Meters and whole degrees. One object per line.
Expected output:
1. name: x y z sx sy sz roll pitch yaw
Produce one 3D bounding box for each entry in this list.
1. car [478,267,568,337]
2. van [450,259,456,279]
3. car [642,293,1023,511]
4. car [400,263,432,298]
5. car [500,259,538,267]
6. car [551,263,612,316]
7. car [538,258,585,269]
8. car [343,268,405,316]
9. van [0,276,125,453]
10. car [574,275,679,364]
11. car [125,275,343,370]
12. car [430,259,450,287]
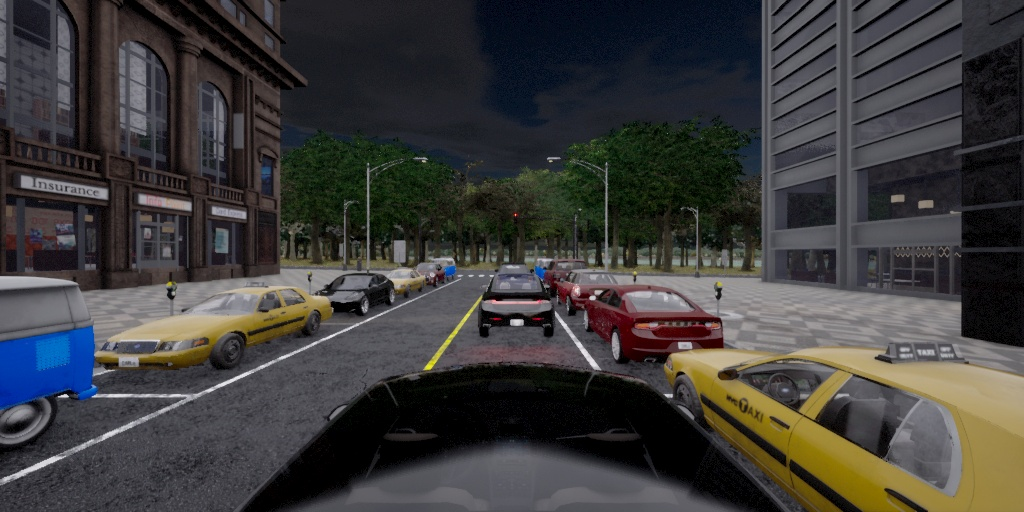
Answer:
1. car: 0.111 1.242 10.269 2.128 1.511 4.902 0 0 0
2. van: -5.729 1.094 29.716 1.690 1.789 3.998 0 0 0
3. car: 2.763 1.275 2.688 1.751 1.417 4.829 0 0 0
4. car: -5.743 1.276 18.671 1.751 1.417 4.829 0 0 0
5. car: 0.122 1.103 19.234 2.097 1.767 4.553 0 0 1
6. car: 2.776 1.190 13.393 1.967 1.591 4.097 0 0 0
7. car: 2.783 1.066 18.831 2.192 1.841 5.009 0 0 0
8. car: -5.749 1.316 13.403 1.948 1.339 4.313 0 0 0
9. van: -5.762 1.091 2.529 1.690 1.789 3.998 0 0 0
10. car: 2.769 1.295 7.956 1.888 1.381 4.507 0 0 0
11. car: -5.756 1.275 7.796 1.751 1.417 4.829 0 0 0
12. car: -5.736 1.192 24.278 1.967 1.591 4.097 0 0 0
